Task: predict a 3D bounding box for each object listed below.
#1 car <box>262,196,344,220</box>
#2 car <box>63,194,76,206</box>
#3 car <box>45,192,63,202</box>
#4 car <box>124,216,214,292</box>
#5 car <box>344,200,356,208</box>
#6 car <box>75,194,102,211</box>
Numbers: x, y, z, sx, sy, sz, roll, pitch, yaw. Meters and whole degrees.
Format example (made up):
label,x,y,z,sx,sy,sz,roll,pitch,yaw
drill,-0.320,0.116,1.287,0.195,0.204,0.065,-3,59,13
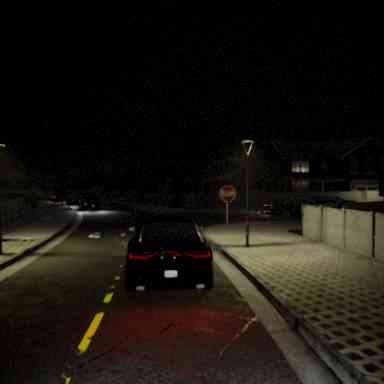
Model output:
label,x,y,z,sx,sy,sz,roll,pitch,yaw
car,7.176,1.057,22.331,4.902,1.511,2.128,-1,1,-11
car,-14.983,0.959,42.951,1.812,1.442,4.674,-1,1,-30
car,-22.228,0.786,53.695,1.882,1.535,5.008,-1,1,-38
car,-0.653,1.364,8.743,1.882,1.535,5.008,0,1,-6
car,10.062,1.005,25.922,5.357,1.411,2.033,-1,1,-9
car,-10.502,1.051,34.125,1.837,1.490,4.892,0,1,-24
